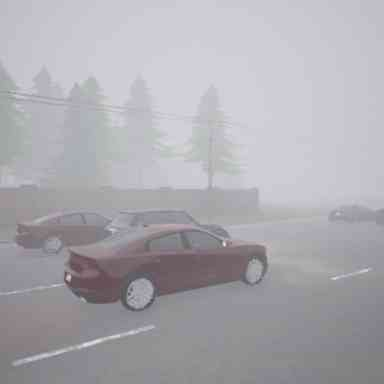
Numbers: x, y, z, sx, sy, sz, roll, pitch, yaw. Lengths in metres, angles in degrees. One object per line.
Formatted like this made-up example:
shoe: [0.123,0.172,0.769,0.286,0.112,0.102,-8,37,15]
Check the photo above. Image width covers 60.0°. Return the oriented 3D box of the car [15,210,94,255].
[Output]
car: [-4.370,1.484,13.526,5.008,1.535,1.882,0,0,-35]

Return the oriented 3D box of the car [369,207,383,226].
car: [14.413,1.507,22.615,5.008,1.535,1.882,0,0,-35]

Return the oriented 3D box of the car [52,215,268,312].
car: [-0.346,1.483,7.797,5.008,1.535,1.882,0,0,-35]

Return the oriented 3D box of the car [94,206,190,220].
car: [-0.799,1.361,11.773,4.553,1.767,2.097,0,0,-35]

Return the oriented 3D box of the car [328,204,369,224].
car: [12.309,1.593,25.413,4.181,1.385,1.994,0,0,-35]
